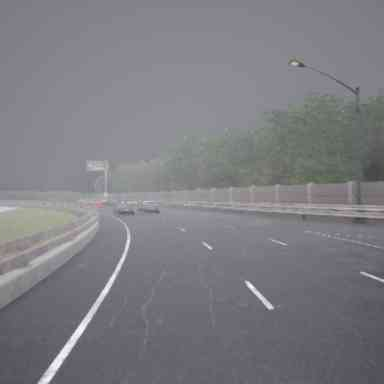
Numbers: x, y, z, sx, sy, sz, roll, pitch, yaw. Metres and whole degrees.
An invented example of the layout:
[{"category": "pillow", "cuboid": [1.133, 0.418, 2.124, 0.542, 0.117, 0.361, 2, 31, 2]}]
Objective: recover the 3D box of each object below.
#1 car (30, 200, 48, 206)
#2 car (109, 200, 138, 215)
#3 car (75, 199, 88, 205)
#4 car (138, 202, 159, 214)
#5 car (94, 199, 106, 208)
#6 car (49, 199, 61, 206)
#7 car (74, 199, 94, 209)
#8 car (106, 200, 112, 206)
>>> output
[{"category": "car", "cuboid": [-36.022, 2.622, 77.691, 4.181, 1.385, 1.994, -1, -1, 38]}, {"category": "car", "cuboid": [-8.234, 2.022, 39.739, 1.994, 1.385, 4.181, 0, -1, -23]}, {"category": "car", "cuboid": [-27.567, 2.525, 83.059, 1.882, 1.535, 5.008, 0, -1, -32]}, {"category": "car", "cuboid": [-5.697, 2.029, 42.723, 1.994, 1.385, 4.181, 0, -1, -23]}, {"category": "car", "cuboid": [-19.417, 2.157, 65.495, 2.097, 1.767, 4.553, 0, -1, -38]}, {"category": "car", "cuboid": [-32.986, 2.563, 79.724, 4.892, 1.490, 1.837, -1, -1, 41]}, {"category": "car", "cuboid": [-20.089, 2.242, 60.608, 1.882, 1.535, 5.008, 0, -1, -36]}, {"category": "car", "cuboid": [-16.152, 2.332, 67.023, 2.033, 1.411, 5.357, 0, -1, -41]}]
